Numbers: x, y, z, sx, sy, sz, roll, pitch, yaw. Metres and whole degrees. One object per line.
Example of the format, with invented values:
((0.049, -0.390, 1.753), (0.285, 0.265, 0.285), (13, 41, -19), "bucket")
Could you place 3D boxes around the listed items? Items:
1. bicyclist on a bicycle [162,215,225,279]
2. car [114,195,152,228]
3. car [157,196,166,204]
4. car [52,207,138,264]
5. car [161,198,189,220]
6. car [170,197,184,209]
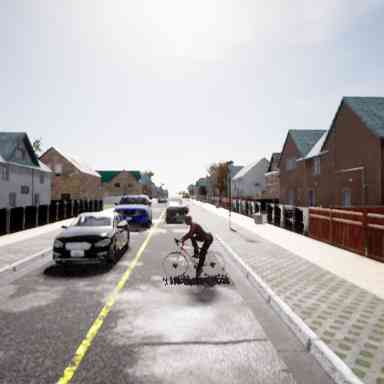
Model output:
((0.050, 1.421, 8.628), (1.656, 1.620, 0.582), (0, 0, -3), "bicyclist on a bicycle")
((-3.911, 1.235, 22.629), (2.150, 2.045, 5.566), (0, 0, -3), "car")
((-6.089, 1.658, 68.490), (1.882, 1.535, 5.008), (0, 0, -3), "car")
((-3.392, 1.493, 11.930), (2.128, 1.511, 4.902), (0, 0, -3), "car")
((-1.227, 1.515, 27.851), (2.128, 1.511, 4.902), (0, 0, -3), "car")
((-2.226, 1.564, 48.116), (1.882, 1.535, 5.008), (0, 0, -3), "car")
